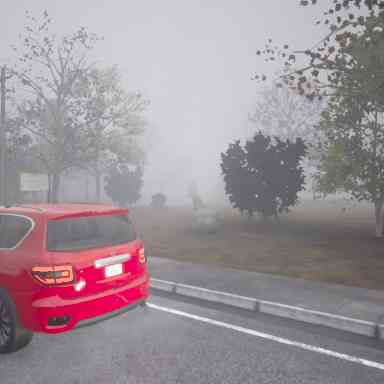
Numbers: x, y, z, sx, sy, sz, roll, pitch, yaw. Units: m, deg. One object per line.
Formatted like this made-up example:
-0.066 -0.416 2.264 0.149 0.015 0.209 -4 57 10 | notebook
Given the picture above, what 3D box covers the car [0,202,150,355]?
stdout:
-3.313 1.221 6.343 5.566 2.045 2.150 0 0 35 | car
